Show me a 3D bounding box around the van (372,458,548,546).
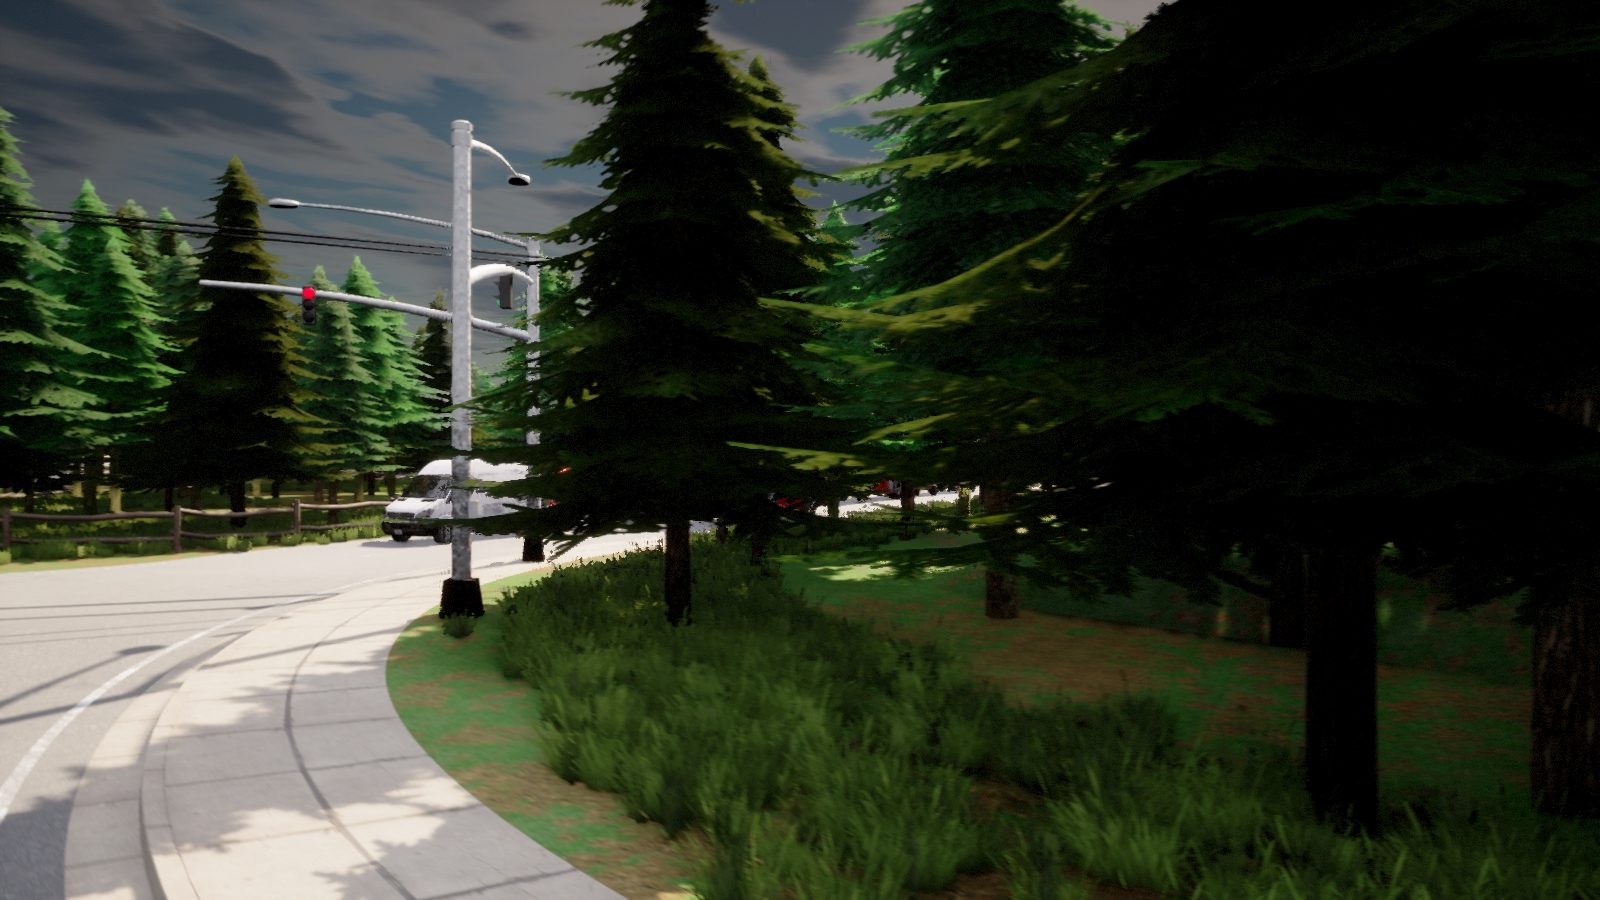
[{"bbox_3d":[-10.753,1.540,36.712,1.988,2.561,5.915,0,0,25],"label":"van"}]
